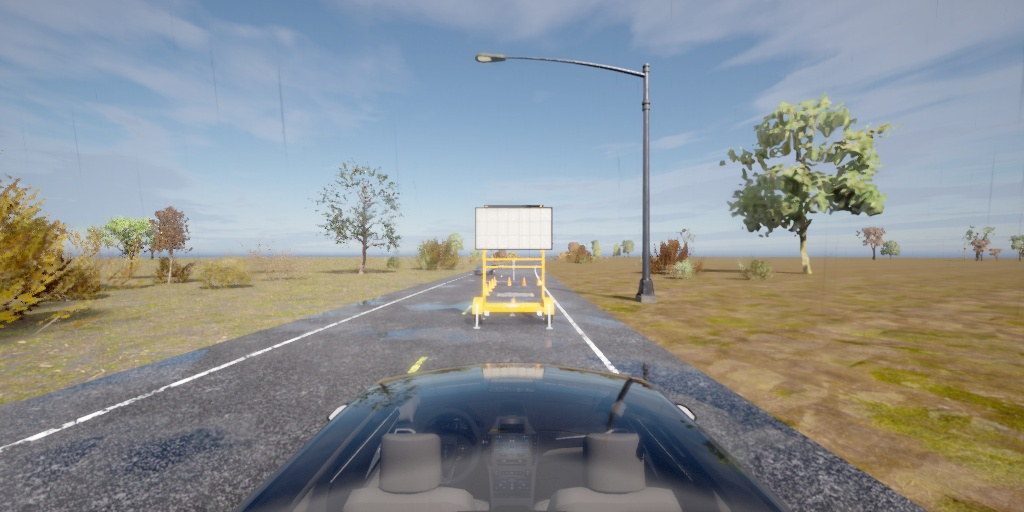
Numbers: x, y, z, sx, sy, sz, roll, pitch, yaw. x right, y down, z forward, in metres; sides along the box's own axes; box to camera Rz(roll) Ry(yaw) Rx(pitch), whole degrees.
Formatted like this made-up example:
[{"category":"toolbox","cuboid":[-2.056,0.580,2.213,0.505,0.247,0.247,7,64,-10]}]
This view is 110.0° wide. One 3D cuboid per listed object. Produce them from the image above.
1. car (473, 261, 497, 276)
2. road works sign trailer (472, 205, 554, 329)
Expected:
[{"category":"car","cuboid":[-2.682,1.268,36.617,1.812,1.442,4.674,0,0,2]},{"category":"road works sign trailer","cuboid":[0.057,0.213,11.239,2.380,3.560,2.880,0,0,1]}]
